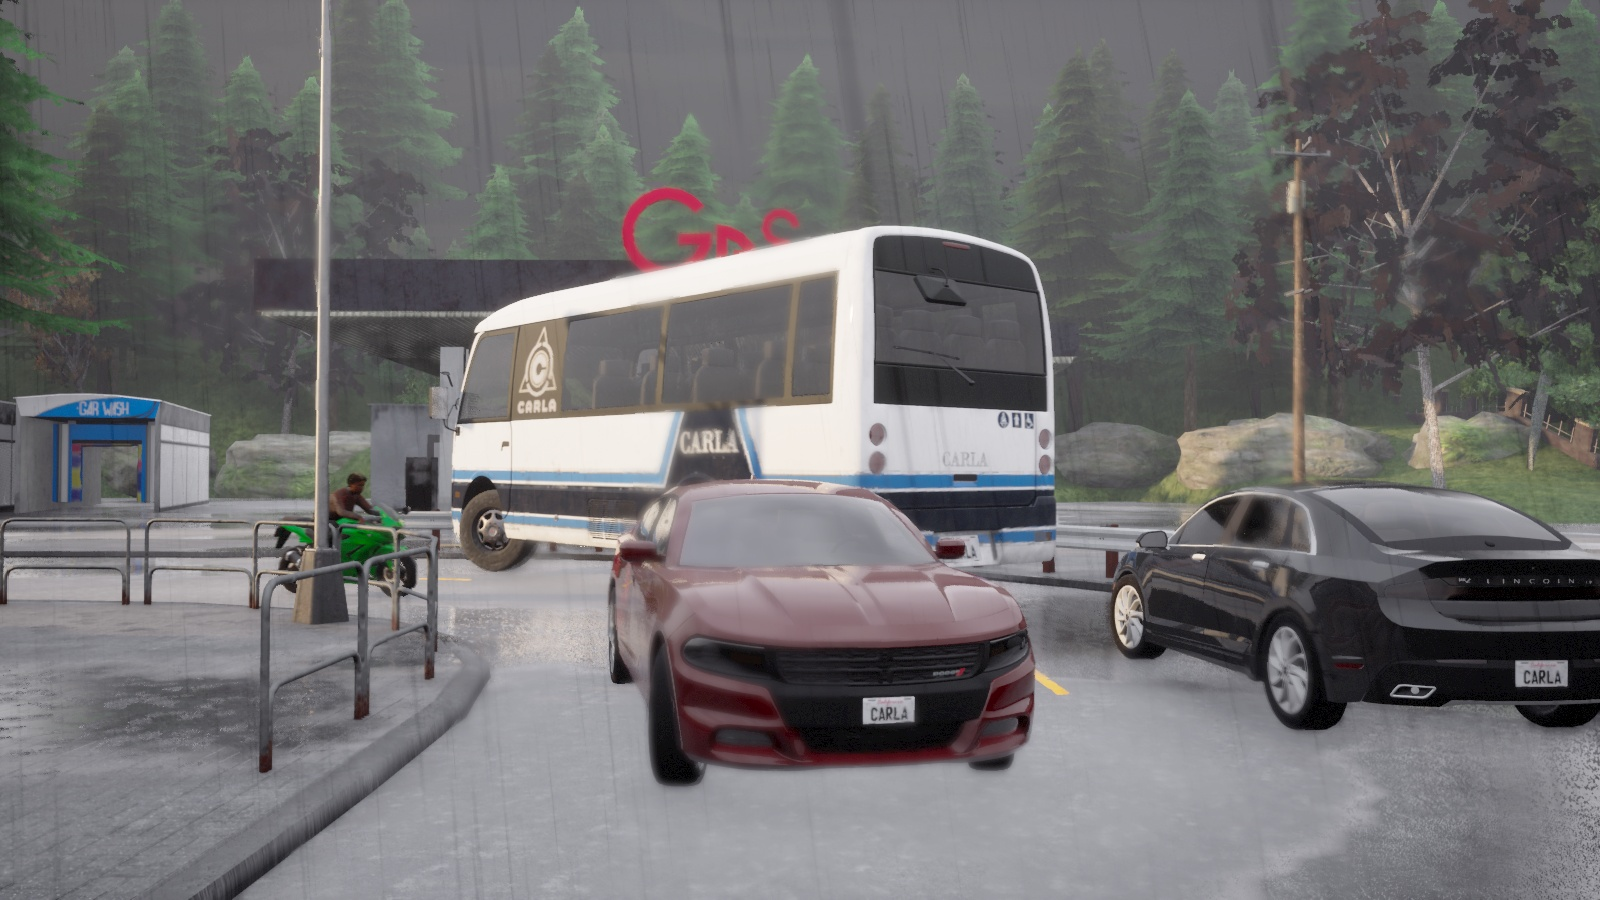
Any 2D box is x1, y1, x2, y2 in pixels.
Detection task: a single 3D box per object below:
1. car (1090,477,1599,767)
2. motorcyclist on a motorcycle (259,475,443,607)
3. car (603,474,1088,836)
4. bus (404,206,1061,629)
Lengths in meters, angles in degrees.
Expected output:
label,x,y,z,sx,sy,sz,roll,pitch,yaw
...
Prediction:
label,x,y,z,sx,sy,sz,roll,pitch,yaw
car,3.770,0.958,9.116,1.837,1.490,4.892,0,-1,-5
motorcyclist on a motorcycle,-5.457,1.076,15.291,2.044,1.523,0.797,0,-1,18
car,-0.144,0.928,8.035,1.882,1.535,5.008,0,-1,-13
bus,-1.669,-0.259,17.842,3.944,4.253,10.273,0,-1,-40
